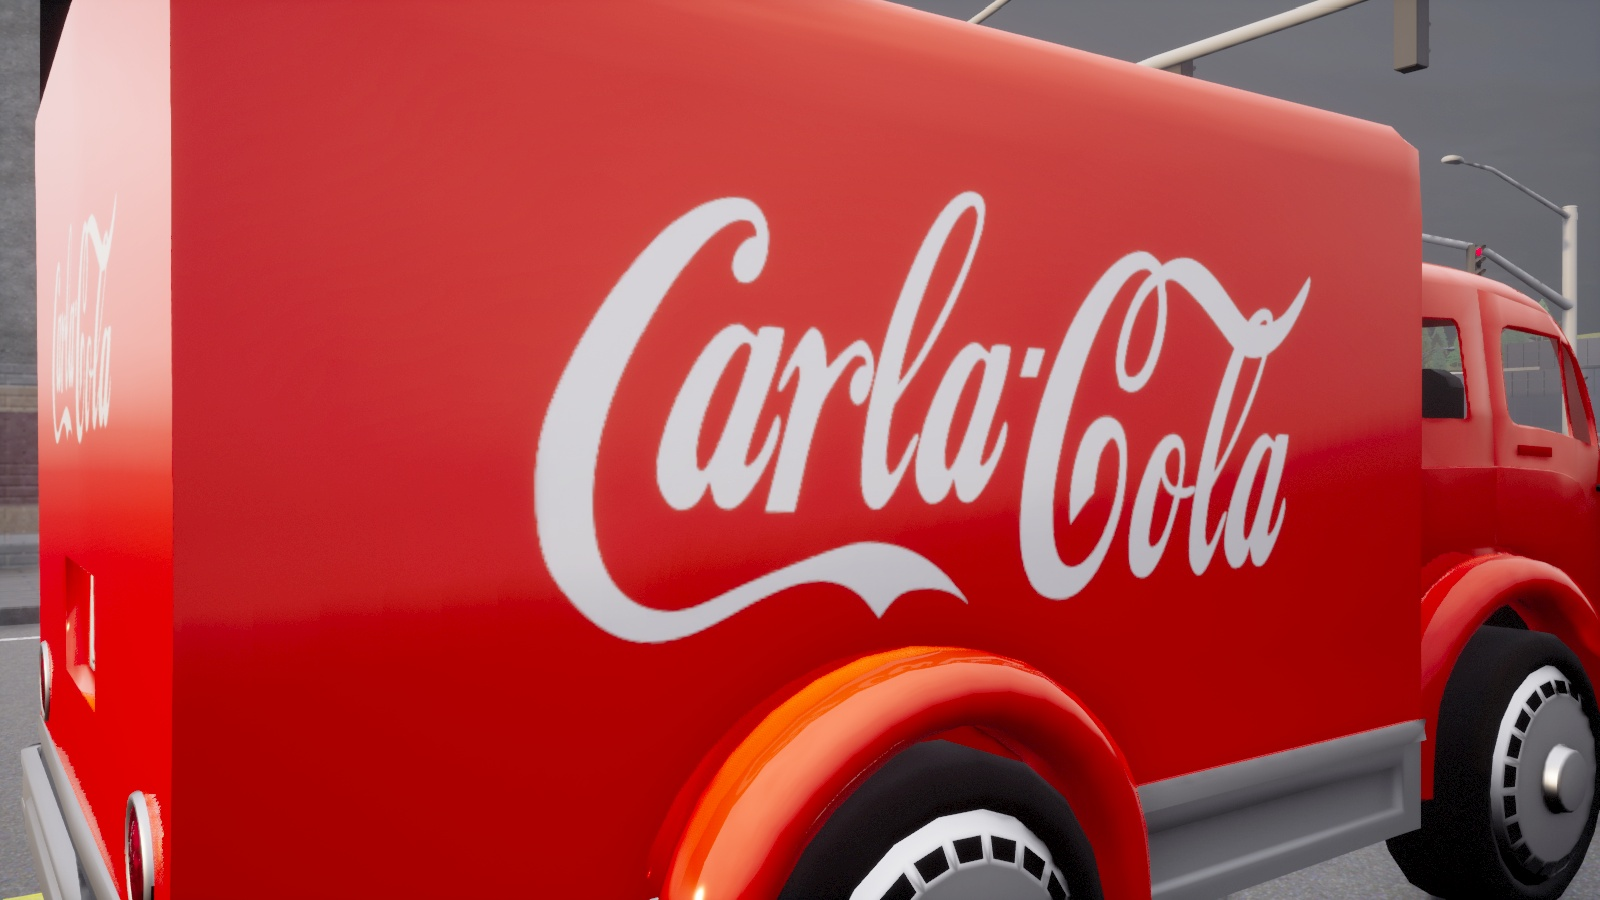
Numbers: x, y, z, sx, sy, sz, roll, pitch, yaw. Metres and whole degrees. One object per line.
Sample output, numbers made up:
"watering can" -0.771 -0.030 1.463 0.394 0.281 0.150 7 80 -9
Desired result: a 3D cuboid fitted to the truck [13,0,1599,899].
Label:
"truck" 0.591 0.267 4.070 5.204 2.467 2.627 0 0 -35
